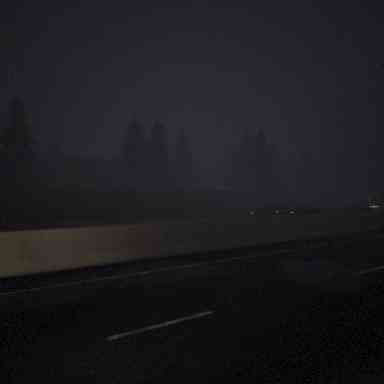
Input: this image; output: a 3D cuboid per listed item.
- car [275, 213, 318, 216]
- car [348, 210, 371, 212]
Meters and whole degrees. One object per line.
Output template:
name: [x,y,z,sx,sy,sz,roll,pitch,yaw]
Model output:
car: [9.066,1.712,27.713,4.718,1.301,1.895,0,0,-37]
car: [13.227,1.688,26.619,4.181,1.385,1.994,0,0,-39]
